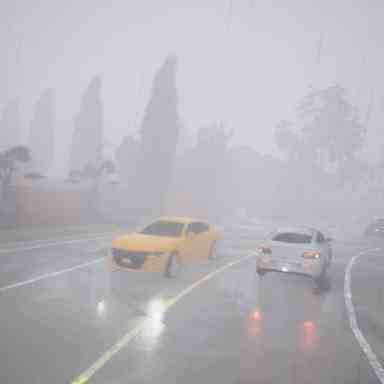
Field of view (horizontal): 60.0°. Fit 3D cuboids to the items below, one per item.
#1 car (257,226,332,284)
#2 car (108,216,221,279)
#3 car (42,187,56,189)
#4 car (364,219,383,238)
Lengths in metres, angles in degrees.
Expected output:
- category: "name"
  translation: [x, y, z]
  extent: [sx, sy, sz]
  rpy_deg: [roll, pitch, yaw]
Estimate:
- category: "car"
  translation: [3.388, 1.813, 10.666]
  extent: [1.812, 1.442, 4.674]
  rpy_deg: [2, -1, 25]
- category: "car"
  translation: [-0.608, 1.559, 10.722]
  extent: [1.882, 1.535, 5.008]
  rpy_deg: [2, -1, 25]
- category: "car"
  translation: [-13.102, 0.310, 29.934]
  extent: [1.816, 1.474, 4.193]
  rpy_deg: [0, 1, -36]
- category: "car"
  translation: [13.897, 2.634, 23.496]
  extent: [4.181, 1.385, 1.994]
  rpy_deg: [4, -1, -40]
